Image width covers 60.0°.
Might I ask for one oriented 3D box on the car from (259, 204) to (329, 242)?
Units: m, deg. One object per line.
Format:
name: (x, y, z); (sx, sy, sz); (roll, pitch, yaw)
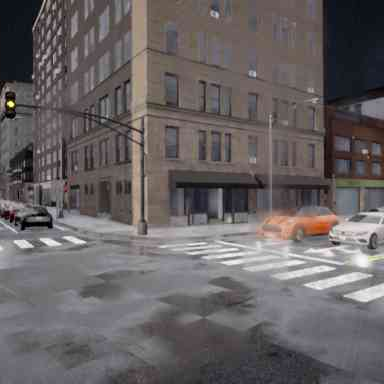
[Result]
car: (5.606, 1.503, 17.260); (4.553, 1.767, 2.097); (0, -1, -35)

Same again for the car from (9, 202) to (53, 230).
car: (-9.973, 1.565, 20.855); (1.947, 1.339, 4.313); (1, 0, -35)

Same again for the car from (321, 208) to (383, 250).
car: (8.179, 1.650, 15.077); (4.674, 1.442, 1.812); (0, -1, -34)

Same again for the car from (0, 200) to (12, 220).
car: (-13.123, 1.543, 25.401); (1.887, 1.381, 4.507); (1, 0, -35)
